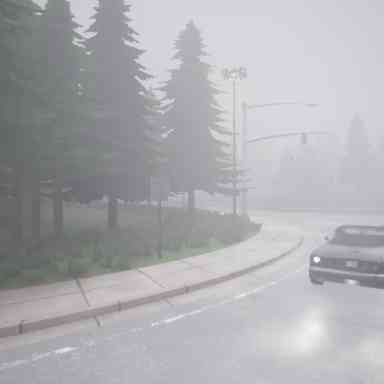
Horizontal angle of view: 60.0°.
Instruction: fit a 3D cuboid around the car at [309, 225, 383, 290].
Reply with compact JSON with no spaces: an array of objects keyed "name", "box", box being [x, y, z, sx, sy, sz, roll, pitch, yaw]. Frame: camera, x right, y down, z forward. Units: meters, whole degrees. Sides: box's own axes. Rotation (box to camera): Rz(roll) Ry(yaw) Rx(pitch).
[{"name":"car","box":[4.575,1.601,8.886,1.895,1.301,4.718,0,0,33]}]
